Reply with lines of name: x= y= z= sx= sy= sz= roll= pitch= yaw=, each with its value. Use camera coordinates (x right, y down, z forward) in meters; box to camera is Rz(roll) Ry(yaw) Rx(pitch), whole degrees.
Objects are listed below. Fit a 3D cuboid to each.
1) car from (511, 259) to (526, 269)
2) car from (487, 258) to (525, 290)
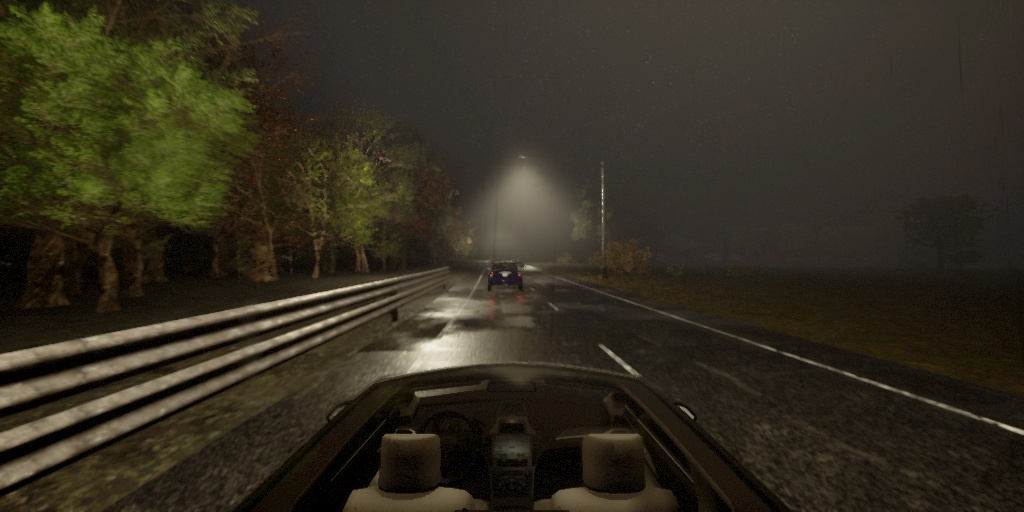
car: x=0.987 y=1.226 z=58.893 sx=2.128 sy=1.511 sz=4.902 roll=0 pitch=0 yaw=-3
car: x=-0.485 y=1.105 z=22.602 sx=2.097 sy=1.767 sz=4.553 roll=0 pitch=0 yaw=-3
